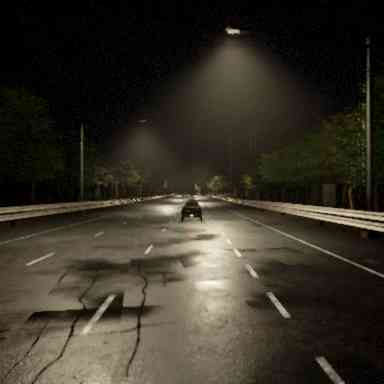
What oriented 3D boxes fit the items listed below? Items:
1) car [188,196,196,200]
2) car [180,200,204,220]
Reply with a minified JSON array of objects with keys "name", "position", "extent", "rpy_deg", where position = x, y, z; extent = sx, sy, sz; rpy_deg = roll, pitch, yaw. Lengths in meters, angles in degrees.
[{"name":"car","position":[-0.017,1.848,51.272],"extent":[2.128,1.511,4.902],"rpy_deg":[0,0,0]},{"name":"car","position":[-0.011,1.722,30.137],"extent":[1.837,1.490,4.892],"rpy_deg":[0,0,0]}]
